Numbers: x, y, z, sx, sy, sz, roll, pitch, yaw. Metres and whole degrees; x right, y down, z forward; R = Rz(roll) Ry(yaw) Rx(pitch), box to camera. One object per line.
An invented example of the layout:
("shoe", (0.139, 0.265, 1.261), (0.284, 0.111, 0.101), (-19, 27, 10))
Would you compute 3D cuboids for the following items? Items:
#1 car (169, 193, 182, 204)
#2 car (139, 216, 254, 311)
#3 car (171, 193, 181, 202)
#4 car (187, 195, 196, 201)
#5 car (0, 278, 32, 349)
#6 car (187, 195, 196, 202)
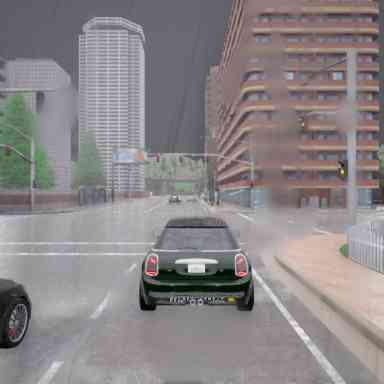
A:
("car", (-3.517, 1.491, 66.074), (2.128, 1.511, 4.902), (0, 0, 0))
("car", (0.099, 1.352, 7.924), (2.097, 1.767, 4.553), (0, 0, 1))
("car", (-3.634, 1.219, 76.075), (2.150, 2.045, 5.566), (0, 0, 0))
("car", (-0.150, 1.506, 85.332), (2.128, 1.511, 4.902), (0, 0, 0))
("car", (-3.431, 1.526, 3.305), (1.812, 1.442, 4.674), (0, 0, 0))
("car", (-0.134, 1.518, 76.332), (1.812, 1.442, 4.674), (0, 0, 0))
